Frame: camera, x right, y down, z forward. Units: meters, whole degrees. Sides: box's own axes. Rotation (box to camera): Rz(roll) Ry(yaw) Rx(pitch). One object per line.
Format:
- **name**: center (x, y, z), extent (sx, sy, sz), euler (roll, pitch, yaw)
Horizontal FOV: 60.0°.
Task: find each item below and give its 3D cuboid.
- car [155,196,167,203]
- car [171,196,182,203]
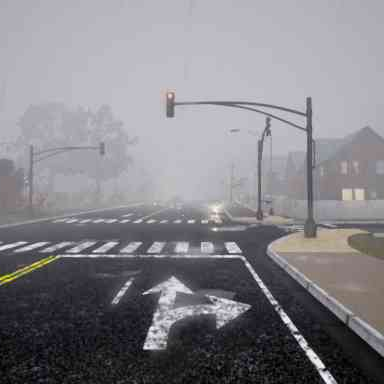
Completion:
- **car**: center (-6.327, 1.497, 68.207), extent (1.882, 1.535, 5.008), euler (0, 0, 5)
- **car**: center (-3.093, 1.535, 67.890), extent (1.812, 1.442, 4.674), euler (0, 0, 5)
